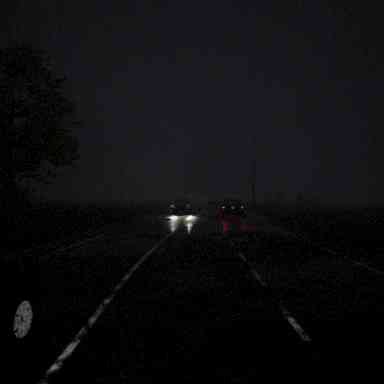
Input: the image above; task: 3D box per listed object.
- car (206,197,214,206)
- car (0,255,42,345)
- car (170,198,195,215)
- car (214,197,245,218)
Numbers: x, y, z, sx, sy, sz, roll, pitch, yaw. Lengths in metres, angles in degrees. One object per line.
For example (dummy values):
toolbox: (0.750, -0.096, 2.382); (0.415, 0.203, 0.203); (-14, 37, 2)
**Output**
car: (3.493, 1.609, 56.728); (1.994, 1.385, 4.181); (0, 0, 0)
car: (-3.476, 1.482, 3.544); (1.882, 1.535, 5.008); (0, 0, 1)
car: (-0.887, 1.378, 34.013); (2.097, 1.767, 4.553); (0, 0, 6)
car: (3.498, 1.375, 30.425); (2.097, 1.767, 4.553); (0, 0, 0)
